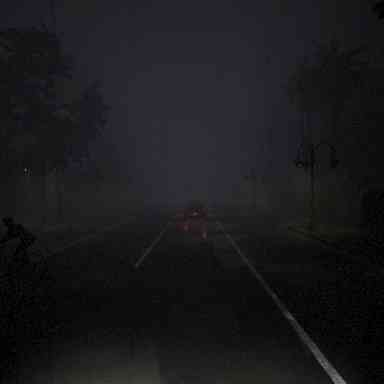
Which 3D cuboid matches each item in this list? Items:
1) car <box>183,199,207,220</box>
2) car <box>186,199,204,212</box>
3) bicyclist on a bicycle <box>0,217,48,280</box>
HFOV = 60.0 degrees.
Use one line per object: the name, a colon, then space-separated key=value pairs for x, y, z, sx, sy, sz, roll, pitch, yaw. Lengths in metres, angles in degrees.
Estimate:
car: x=0.251 y=1.478 z=27.824 sx=1.882 sy=1.535 sz=5.008 roll=0 pitch=0 yaw=0
car: x=0.318 y=1.548 z=39.612 sx=2.033 sy=1.411 sz=5.357 roll=0 pitch=0 yaw=0
bicyclist on a bicycle: x=-4.536 y=1.455 z=8.528 sx=1.656 sy=1.620 sz=0.582 roll=-2 pitch=0 yaw=0
